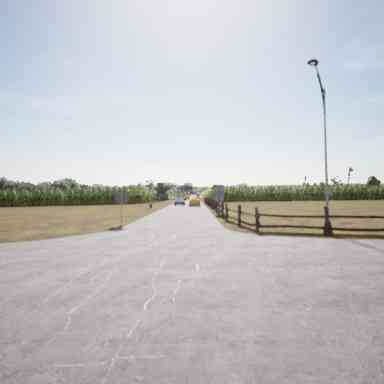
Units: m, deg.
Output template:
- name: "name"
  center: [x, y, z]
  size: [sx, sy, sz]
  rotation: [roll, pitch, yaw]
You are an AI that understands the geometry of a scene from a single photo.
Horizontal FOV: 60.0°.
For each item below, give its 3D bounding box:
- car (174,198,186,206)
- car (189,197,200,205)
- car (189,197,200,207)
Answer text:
- name: "car"
  center: [-2.253, 1.770, 61.738]
  size: [1.812, 1.442, 4.674]
  rotation: [0, 0, 0]
- name: "car"
  center: [0.544, 1.784, 67.550]
  size: [2.128, 1.511, 4.902]
  rotation: [0, 0, 0]
- name: "car"
  center: [0.460, 1.690, 57.128]
  size: [1.882, 1.535, 5.008]
  rotation: [0, 0, 0]
